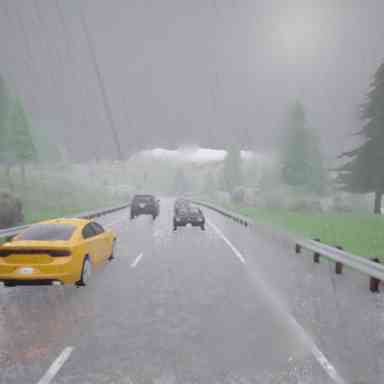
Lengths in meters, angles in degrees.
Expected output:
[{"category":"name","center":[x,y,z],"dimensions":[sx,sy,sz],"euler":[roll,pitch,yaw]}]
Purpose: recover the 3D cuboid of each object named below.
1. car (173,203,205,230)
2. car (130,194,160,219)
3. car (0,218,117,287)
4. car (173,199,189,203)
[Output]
[{"category":"car","center":[-0.244,1.605,21.186],"dimensions":[1.895,1.301,4.718],"euler":[0,0,-2]},{"category":"car","center":[-4.072,1.227,29.212],"dimensions":[2.150,2.045,5.566],"euler":[0,0,-2]},{"category":"car","center":[-3.461,1.479,9.379],"dimensions":[1.882,1.535,5.008],"euler":[0,0,-1]},{"category":"car","center":[-1.276,1.555,40.376],"dimensions":[2.033,1.411,5.357],"euler":[0,0,-4]}]
